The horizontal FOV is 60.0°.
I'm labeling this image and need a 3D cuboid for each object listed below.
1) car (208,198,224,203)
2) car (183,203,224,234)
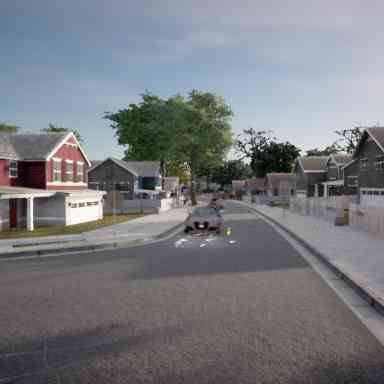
[{"bbox_3d":[3.218,1.593,43.978,1.837,1.490,4.892,0,0,4],"label":"car"},{"bbox_3d":[0.728,1.581,19.246,1.994,1.385,4.181,0,0,7],"label":"car"}]
